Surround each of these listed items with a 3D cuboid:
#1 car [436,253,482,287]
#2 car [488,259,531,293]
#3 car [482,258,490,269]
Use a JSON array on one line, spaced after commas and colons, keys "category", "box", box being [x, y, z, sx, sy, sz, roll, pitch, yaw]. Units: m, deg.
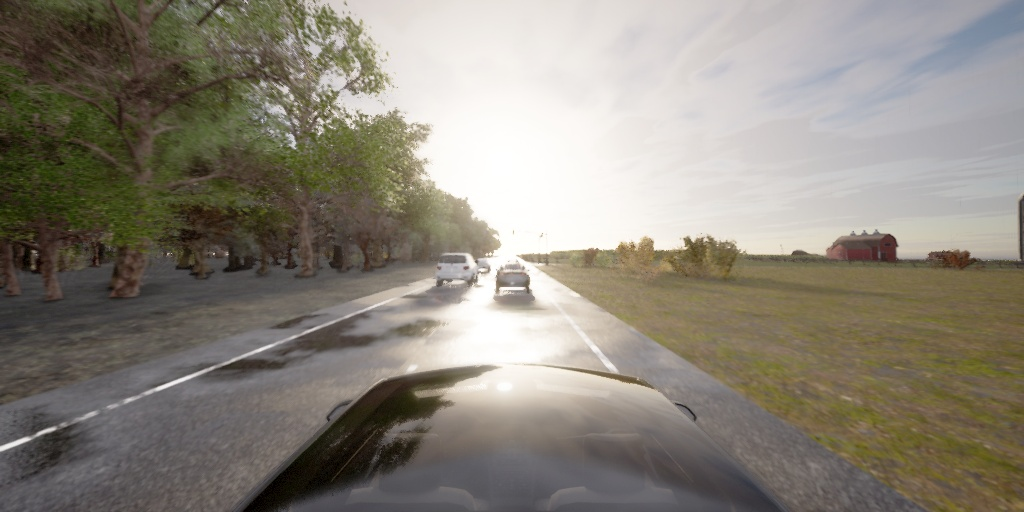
[{"category": "car", "box": [-3.433, 0.833, 23.268, 2.150, 2.045, 5.566, 0, 1, 0]}, {"category": "car", "box": [0.046, 1.123, 19.981, 2.128, 1.511, 4.902, 0, 0, 1]}, {"category": "car", "box": [-3.416, 1.007, 42.022, 1.812, 1.442, 4.674, 0, 0, 0]}]
